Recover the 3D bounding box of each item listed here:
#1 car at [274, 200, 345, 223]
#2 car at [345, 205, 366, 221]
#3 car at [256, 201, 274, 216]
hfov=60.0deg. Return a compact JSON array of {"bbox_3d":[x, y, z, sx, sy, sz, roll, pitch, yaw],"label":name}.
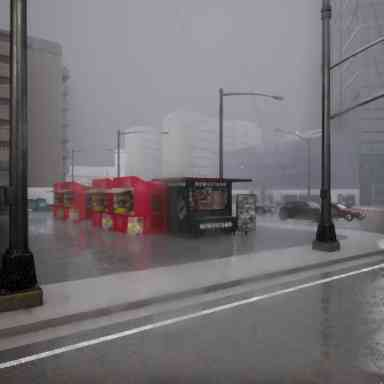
[{"bbox_3d":[9.191,1.460,26.441,2.097,1.767,4.553,0,-1,-36],"label":"car"},{"bbox_3d":[12.232,1.632,28.209,1.812,1.442,4.674,0,-1,-36],"label":"car"},{"bbox_3d":[6.804,1.704,35.722,2.128,1.511,4.902,0,-1,-36],"label":"car"}]
